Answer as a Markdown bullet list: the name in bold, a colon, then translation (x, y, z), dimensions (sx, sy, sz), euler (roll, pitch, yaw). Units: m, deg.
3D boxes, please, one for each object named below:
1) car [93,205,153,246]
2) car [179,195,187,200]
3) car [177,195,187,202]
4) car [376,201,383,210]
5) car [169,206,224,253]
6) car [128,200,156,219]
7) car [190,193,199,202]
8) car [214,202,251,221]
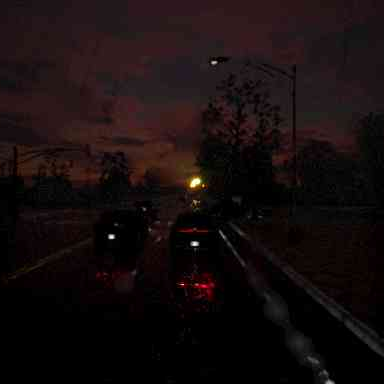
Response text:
- **car**: translation (-3.150, 1.540, 15.490), dimensions (1.837, 1.490, 4.892), euler (0, -1, 0)
- **car**: translation (-2.481, 1.539, 94.336), dimensions (1.882, 1.535, 5.008), euler (0, 0, 1)
- **car**: translation (-2.654, 1.704, 84.302), dimensions (1.994, 1.385, 4.181), euler (0, 0, 1)
- **car**: translation (24.689, 1.340, 39.849), dimensions (4.553, 1.767, 2.097), euler (0, 1, 3)
- **car**: translation (0.102, 1.540, 13.958), dimensions (1.837, 1.490, 4.892), euler (0, 0, 0)
- **car**: translation (-4.702, 1.506, 30.196), dimensions (2.097, 1.767, 4.553), euler (0, 0, -19)
- **car**: translation (0.590, 1.378, 83.893), dimensions (2.150, 2.045, 5.566), euler (0, 0, 1)
- **car**: translation (3.389, 1.650, 29.241), dimensions (1.837, 1.490, 4.892), euler (-4, -2, 41)
